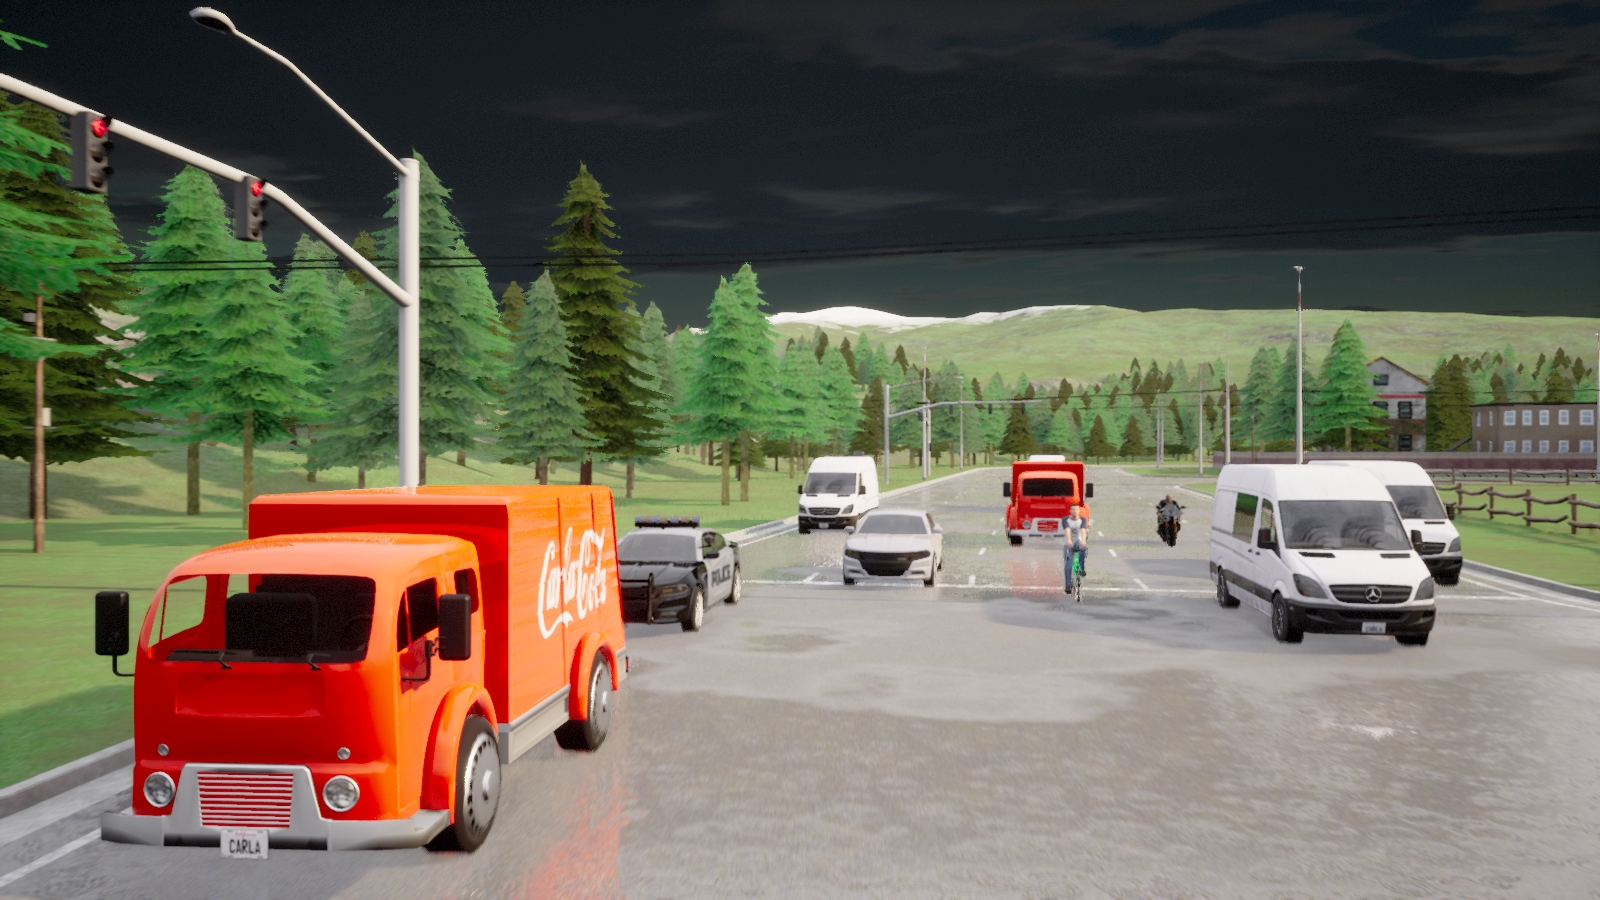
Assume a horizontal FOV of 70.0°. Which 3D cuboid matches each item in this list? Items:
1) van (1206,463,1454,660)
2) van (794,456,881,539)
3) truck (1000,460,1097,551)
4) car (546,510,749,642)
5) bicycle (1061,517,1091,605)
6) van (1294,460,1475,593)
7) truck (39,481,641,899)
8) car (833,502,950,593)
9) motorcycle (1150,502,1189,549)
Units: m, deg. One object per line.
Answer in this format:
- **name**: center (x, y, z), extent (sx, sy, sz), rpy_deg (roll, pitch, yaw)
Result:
- **van**: center (8.207, 1.533, 18.408), extent (1.988, 2.561, 5.915), rpy_deg (0, 0, 8)
- **van**: center (1.390, 1.529, 39.452), extent (1.988, 2.561, 5.915), rpy_deg (0, 0, 12)
- **truck**: center (7.452, 1.566, 34.385), extent (2.627, 2.467, 5.204), rpy_deg (0, 0, 12)
- **car**: center (-2.366, 1.980, 19.345), extent (2.097, 1.638, 5.238), rpy_deg (0, 0, 8)
- **bicycle**: center (5.169, 2.054, 21.459), extent (0.373, 1.496, 1.643), rpy_deg (0, 0, 8)
- **van**: center (12.866, 1.534, 25.620), extent (1.988, 2.561, 5.915), rpy_deg (0, 0, 10)
- **truck**: center (-3.178, 1.566, 9.527), extent (2.627, 2.467, 5.204), rpy_deg (0, 0, 4)
- **car**: center (2.114, 2.032, 25.039), extent (2.097, 1.535, 5.006), rpy_deg (0, 0, 10)
- **motorcycle**: center (10.912, 2.203, 33.811), extent (0.867, 1.251, 2.209), rpy_deg (0, 0, 12)
